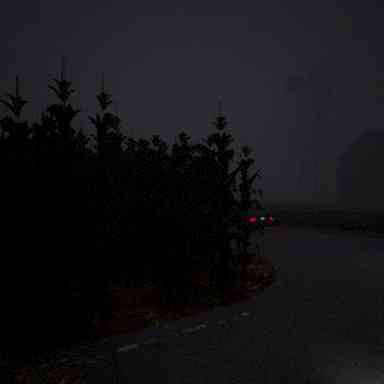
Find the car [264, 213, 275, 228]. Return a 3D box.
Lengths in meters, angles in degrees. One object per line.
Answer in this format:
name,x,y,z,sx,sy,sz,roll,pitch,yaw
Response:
car,2.852,1.551,20.783,2.033,1.411,5.357,0,0,-26
